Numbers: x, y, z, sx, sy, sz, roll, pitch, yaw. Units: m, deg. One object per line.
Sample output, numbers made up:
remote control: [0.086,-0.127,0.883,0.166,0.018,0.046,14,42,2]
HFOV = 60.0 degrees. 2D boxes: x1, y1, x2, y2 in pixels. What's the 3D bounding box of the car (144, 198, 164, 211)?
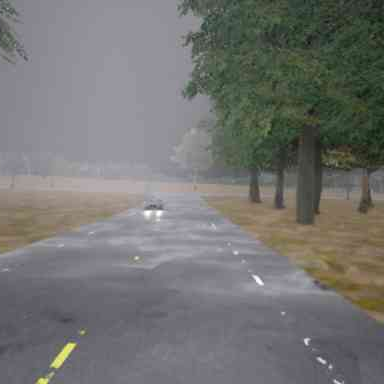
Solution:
car: [-4.217,1.365,37.624,1.994,1.385,4.181,0,1,-1]
